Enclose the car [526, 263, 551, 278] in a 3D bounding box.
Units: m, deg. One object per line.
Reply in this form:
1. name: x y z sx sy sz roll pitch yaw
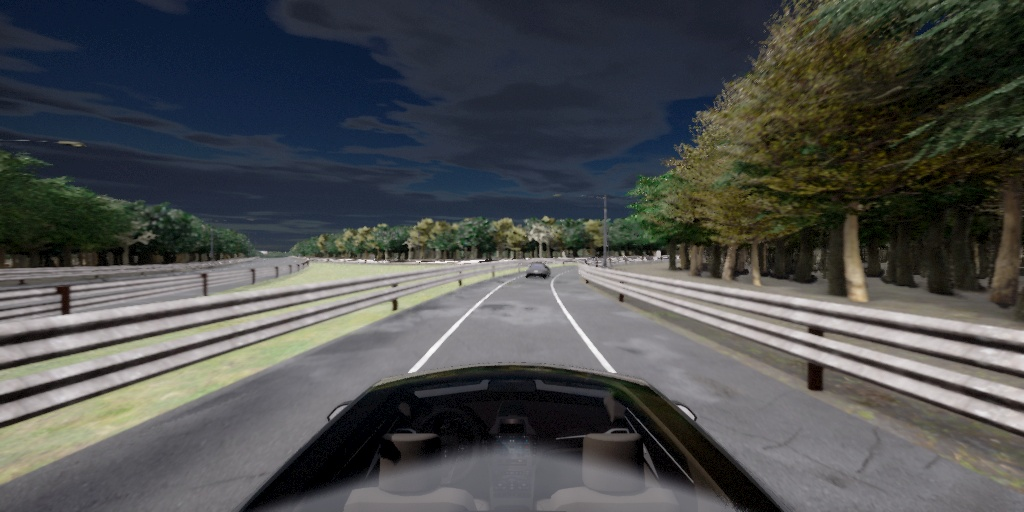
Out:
1. car: 2.548 1.331 33.824 1.994 1.385 4.181 0 0 12
